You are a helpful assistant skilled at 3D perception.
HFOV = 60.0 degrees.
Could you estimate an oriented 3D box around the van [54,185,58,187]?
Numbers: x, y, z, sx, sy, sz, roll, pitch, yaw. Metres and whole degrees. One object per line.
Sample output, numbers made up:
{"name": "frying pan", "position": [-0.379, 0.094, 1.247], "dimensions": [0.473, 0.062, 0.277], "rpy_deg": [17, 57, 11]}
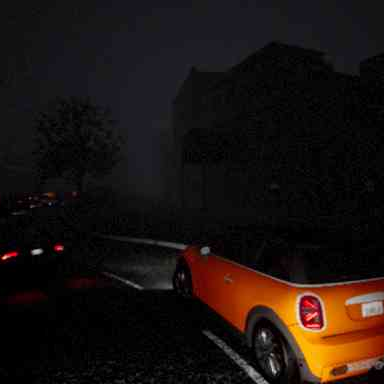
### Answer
{"name": "van", "position": [-36.190, -0.812, 85.998], "dimensions": [1.878, 1.987, 4.442], "rpy_deg": [0, 2, -3]}

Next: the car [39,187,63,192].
{"name": "car", "position": [-23.092, 0.449, 54.450], "dimensions": [1.882, 1.535, 5.008], "rpy_deg": [0, 2, -10]}

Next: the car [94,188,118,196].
{"name": "car", "position": [-17.539, 0.045, 67.991], "dimensions": [4.674, 1.452, 2.002], "rpy_deg": [0, 2, -8]}

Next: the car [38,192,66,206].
{"name": "car", "position": [-16.755, 0.982, 39.971], "dimensions": [1.895, 1.301, 4.718], "rpy_deg": [0, 2, -15]}

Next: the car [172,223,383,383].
{"name": "car", "position": [1.264, 1.304, 5.681], "dimensions": [2.097, 1.767, 4.553], "rpy_deg": [0, 0, -20]}

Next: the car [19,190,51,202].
{"name": "car", "position": [-21.024, 0.801, 44.740], "dimensions": [2.033, 1.411, 5.357], "rpy_deg": [0, 2, -11]}

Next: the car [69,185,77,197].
{"name": "car", "position": [-21.608, 0.014, 64.043], "dimensions": [2.097, 1.767, 4.553], "rpy_deg": [0, 2, -10]}

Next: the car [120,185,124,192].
{"name": "car", "position": [-18.640, -0.283, 76.102], "dimensions": [4.892, 1.521, 2.231], "rpy_deg": [0, 2, -6]}

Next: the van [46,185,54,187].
{"name": "van", "position": [-35.744, -0.631, 80.480], "dimensions": [1.878, 1.987, 4.442], "rpy_deg": [0, 2, -4]}

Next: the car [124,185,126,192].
{"name": "car", "position": [-19.265, -0.460, 81.653], "dimensions": [4.792, 1.488, 2.163], "rpy_deg": [0, 2, -5]}

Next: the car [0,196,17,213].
{"name": "car", "position": [-14.961, 1.265, 25.593], "dimensions": [1.837, 1.490, 4.892], "rpy_deg": [-1, 1, -23]}

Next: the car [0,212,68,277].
{"name": "car", "position": [-5.792, 1.510, 9.618], "dimensions": [5.357, 1.411, 2.033], "rpy_deg": [0, 0, 37]}

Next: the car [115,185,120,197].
{"name": "car", "position": [-15.167, 0.187, 54.683], "dimensions": [5.566, 2.045, 2.435], "rpy_deg": [0, 2, -11]}

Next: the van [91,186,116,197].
{"name": "van", "position": [-16.560, -0.040, 62.613], "dimensions": [4.442, 1.987, 1.878], "rpy_deg": [0, 2, -10]}

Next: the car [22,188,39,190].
{"name": "car", "position": [-34.542, -0.025, 69.608], "dimensions": [2.097, 1.535, 5.008], "rpy_deg": [0, 2, -7]}

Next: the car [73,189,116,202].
{"name": "car", "position": [-13.556, 0.674, 46.596], "dimensions": [4.892, 1.521, 2.231], "rpy_deg": [0, 2, -11]}

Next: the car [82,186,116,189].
{"name": "car", "position": [-14.067, 0.470, 49.299], "dimensions": [4.553, 1.767, 2.185], "rpy_deg": [0, 2, -11]}

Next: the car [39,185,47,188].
{"name": "car", "position": [-35.205, -0.184, 75.058], "dimensions": [2.163, 1.488, 4.792], "rpy_deg": [0, 2, -6]}

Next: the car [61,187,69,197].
{"name": "car", "position": [-24.840, 0.271, 64.186], "dimensions": [1.895, 1.301, 4.718], "rpy_deg": [0, 2, -8]}

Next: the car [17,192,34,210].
{"name": "car", "position": [-18.429, 1.078, 35.039], "dimensions": [1.994, 1.385, 4.181], "rpy_deg": [0, 2, -16]}

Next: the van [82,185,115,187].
{"name": "van", "position": [-14.759, 0.292, 51.967], "dimensions": [4.442, 1.987, 1.878], "rpy_deg": [0, 2, -11]}
